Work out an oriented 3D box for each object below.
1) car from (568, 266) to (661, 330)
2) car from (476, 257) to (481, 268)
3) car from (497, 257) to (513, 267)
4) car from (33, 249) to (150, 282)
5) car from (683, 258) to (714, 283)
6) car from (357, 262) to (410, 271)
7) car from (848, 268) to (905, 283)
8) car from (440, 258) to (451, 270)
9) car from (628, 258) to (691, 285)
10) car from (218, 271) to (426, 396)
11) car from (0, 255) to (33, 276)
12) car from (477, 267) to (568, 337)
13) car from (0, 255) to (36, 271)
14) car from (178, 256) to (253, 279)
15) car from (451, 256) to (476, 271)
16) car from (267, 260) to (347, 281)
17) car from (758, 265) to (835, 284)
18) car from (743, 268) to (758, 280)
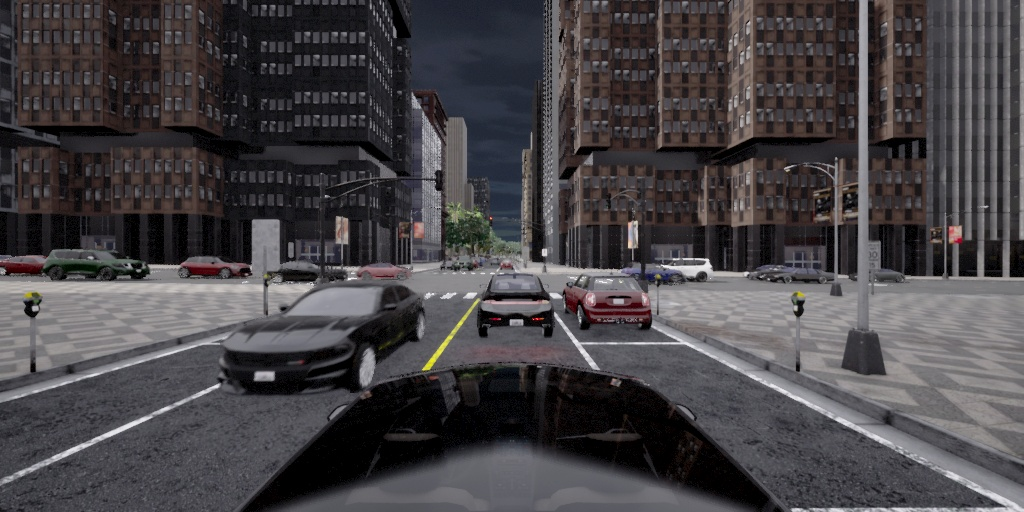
[{"bbox_3d":[2.735,1.189,11.146,1.967,1.591,4.097,0,0,0],"label":"car"},{"bbox_3d":[-6.664,1.249,59.338,1.882,1.535,5.008,0,0,0],"label":"car"},{"bbox_3d":[-0.755,1.196,52.527,1.967,1.591,4.097,0,0,-1],"label":"car"},{"bbox_3d":[-27.949,0.608,24.213,5.566,2.045,2.150,1,0,1],"label":"car"},{"bbox_3d":[14.510,1.205,31.259,5.566,2.045,2.150,1,0,1],"label":"car"},{"bbox_3d":[-10.339,1.195,29.085,4.181,1.385,1.994,1,0,-22],"label":"car"},{"bbox_3d":[35.220,1.845,34.702,4.181,1.385,1.994,1,0,-1],"label":"car"},{"bbox_3d":[-9.280,1.322,52.450,1.948,1.339,4.313,0,0,-1],"label":"car"},{"bbox_3d":[10.910,1.287,27.798,4.553,1.767,2.097,1,0,0],"label":"car"},{"bbox_3d":[-3.067,1.227,6.953,1.882,1.535,5.008,0,0,0],"label":"car"},{"bbox_3d":[-36.158,0.744,27.393,5.008,1.535,1.882,1,0,-1],"label":"car"},{"bbox_3d":[0.077,1.241,10.260,2.128,1.511,4.902,0,0,-1],"label":"car"},{"bbox_3d":[-49.239,0.612,33.969,5.357,1.411,2.033,1,0,-1],"label":"car"},{"bbox_3d":[-22.608,0.810,27.504,4.553,1.767,2.097,1,0,-1],"label":"car"},{"bbox_3d":[-6.584,0.972,49.348,2.150,2.045,5.566,0,0,0],"label":"car"},{"bbox_3d":[-13.661,1.066,24.082,5.008,1.535,1.882,1,0,3],"label":"car"},{"bbox_3d":[25.123,1.685,31.370,5.357,1.411,2.033,1,0,0],"label":"car"},{"bbox_3d":[25.005,1.624,34.619,4.902,1.511,2.128,1,0,-1],"label":"car"}]
